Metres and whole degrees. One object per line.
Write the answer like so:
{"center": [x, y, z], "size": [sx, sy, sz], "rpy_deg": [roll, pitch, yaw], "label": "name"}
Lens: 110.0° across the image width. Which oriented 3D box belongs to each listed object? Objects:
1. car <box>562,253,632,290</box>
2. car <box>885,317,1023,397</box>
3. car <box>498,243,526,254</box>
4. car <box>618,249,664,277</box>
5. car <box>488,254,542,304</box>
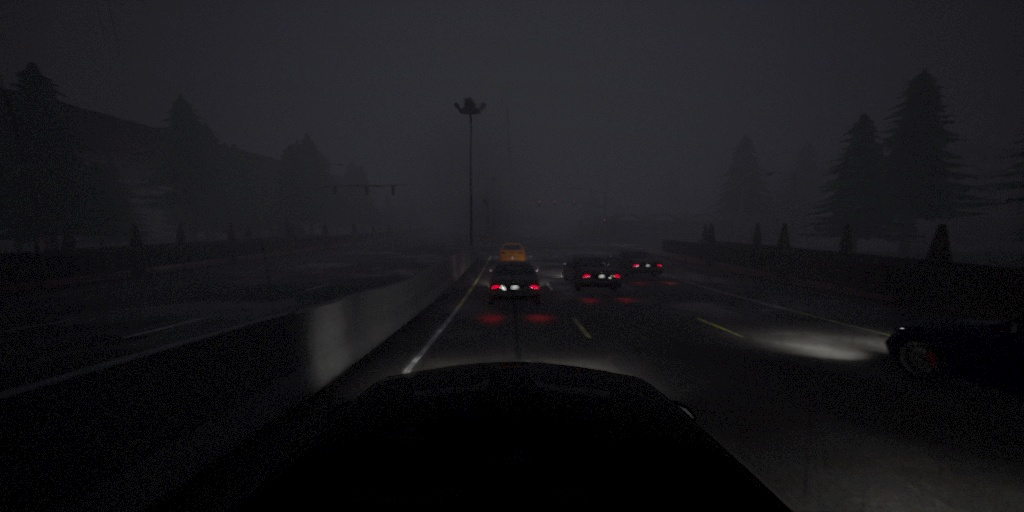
{"center": [3.557, 0.674, 16.713], "size": [2.033, 1.411, 5.357], "rpy_deg": [0, 4, 0], "label": "car"}
{"center": [7.100, 1.235, 3.933], "size": [1.812, 1.442, 4.674], "rpy_deg": [0, 1, 0], "label": "car"}
{"center": [0.015, -0.243, 26.279], "size": [1.882, 1.535, 5.008], "rpy_deg": [0, 5, 0], "label": "car"}
{"center": [7.043, 0.312, 21.102], "size": [2.033, 1.411, 5.357], "rpy_deg": [0, 5, 0], "label": "car"}
{"center": [0.080, 0.872, 13.708], "size": [2.033, 1.411, 5.357], "rpy_deg": [0, 3, 0], "label": "car"}
